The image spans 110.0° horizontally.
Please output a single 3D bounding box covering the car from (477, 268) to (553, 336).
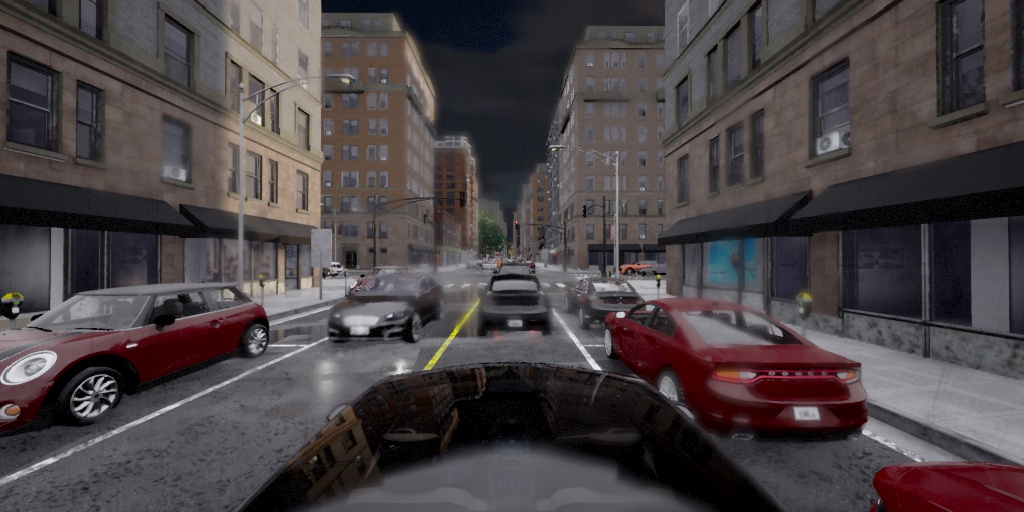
[{"bbox_3d":[0.056,1.258,10.390,1.837,1.490,4.892,0,0,-1],"label":"car"}]

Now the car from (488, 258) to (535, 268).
[{"bbox_3d":[0.119,1.108,17.809,2.097,1.767,4.553,0,0,0],"label":"car"}]

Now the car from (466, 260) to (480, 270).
[{"bbox_3d":[-5.915,1.345,54.831,2.007,1.370,4.403,0,0,0],"label":"car"}]

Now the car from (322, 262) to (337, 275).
[{"bbox_3d":[-17.478,1.127,29.248,5.008,1.535,1.882,0,0,-2],"label":"car"}]

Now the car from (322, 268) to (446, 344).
[{"bbox_3d":[-3.057,1.244,9.696,2.128,1.511,4.902,0,0,0],"label":"car"}]

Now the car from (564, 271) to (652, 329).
[{"bbox_3d":[2.682,1.303,10.970,2.007,1.370,4.403,0,0,0],"label":"car"}]

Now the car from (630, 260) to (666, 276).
[{"bbox_3d":[15.186,1.395,36.087,5.357,1.411,2.033,0,0,0],"label":"car"}]

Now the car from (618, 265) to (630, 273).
[{"bbox_3d":[14.020,1.221,39.348,4.553,1.767,2.097,0,0,0],"label":"car"}]

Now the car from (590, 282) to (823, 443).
[{"bbox_3d":[2.675,1.296,5.479,1.888,1.381,4.507,0,0,0],"label":"car"}]

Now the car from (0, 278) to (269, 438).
[{"bbox_3d":[-5.852,1.190,5.484,1.967,1.591,4.097,0,0,0],"label":"car"}]

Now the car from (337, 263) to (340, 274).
[{"bbox_3d":[-18.369,0.894,32.491,5.566,2.045,2.150,0,0,-1],"label":"car"}]

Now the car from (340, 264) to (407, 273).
[{"bbox_3d":[-5.836,1.195,16.470,1.967,1.591,4.097,0,0,0],"label":"car"}]

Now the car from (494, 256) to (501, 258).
[{"bbox_3d":[-3.178,1.159,60.818,2.097,1.767,4.553,0,0,0],"label":"car"}]

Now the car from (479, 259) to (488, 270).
[{"bbox_3d":[-3.129,1.389,50.846,1.895,1.301,4.718,0,0,0],"label":"car"}]
